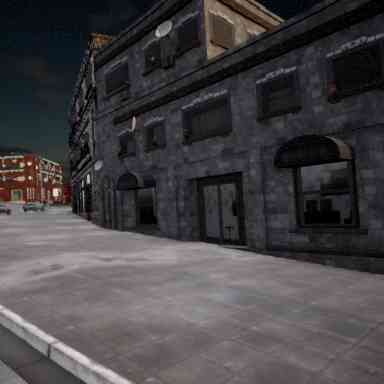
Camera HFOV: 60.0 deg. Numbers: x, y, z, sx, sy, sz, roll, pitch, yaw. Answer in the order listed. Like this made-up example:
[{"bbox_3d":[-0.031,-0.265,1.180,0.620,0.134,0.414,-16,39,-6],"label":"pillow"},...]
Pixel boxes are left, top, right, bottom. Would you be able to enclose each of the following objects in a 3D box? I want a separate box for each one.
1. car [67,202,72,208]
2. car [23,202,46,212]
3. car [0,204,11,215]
[{"bbox_3d":[-29.302,3.280,82.158,1.837,1.490,4.892,-3,-2,-3],"label":"car"},{"bbox_3d":[-24.095,2.254,51.047,2.128,1.511,4.902,-3,-1,-3],"label":"car"},{"bbox_3d":[-23.128,2.075,39.211,1.812,1.442,4.674,-3,-1,-5],"label":"car"}]
